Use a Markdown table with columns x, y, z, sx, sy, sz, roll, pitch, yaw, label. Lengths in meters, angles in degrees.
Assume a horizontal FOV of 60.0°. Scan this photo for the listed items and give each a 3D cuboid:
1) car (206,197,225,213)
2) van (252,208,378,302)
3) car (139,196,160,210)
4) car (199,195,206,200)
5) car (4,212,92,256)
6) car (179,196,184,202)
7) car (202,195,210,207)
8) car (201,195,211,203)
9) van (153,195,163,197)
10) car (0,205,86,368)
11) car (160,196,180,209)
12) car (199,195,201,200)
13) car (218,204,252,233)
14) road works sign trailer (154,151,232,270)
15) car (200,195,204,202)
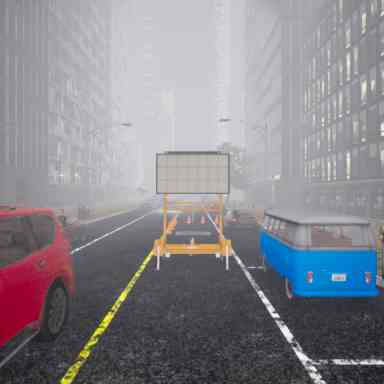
| x | y | z | sx | sy | sz | roll | pitch | yaw | label |
| --- | --- | --- | --- | --- | --- | --- | --- | --- | --- |
| 2.786 | 1.581 | 36.438 | 1.802 | 1.307 | 4.206 | 0 | 0 | 0 | car |
| 2.709 | 1.341 | 7.976 | 1.690 | 1.788 | 3.998 | 0 | 0 | 0 | van |
| -5.580 | 1.548 | 42.156 | 2.008 | 1.369 | 4.403 | 0 | 0 | 0 | car |
| 2.939 | 1.463 | 93.362 | 1.887 | 1.381 | 4.507 | 0 | 0 | 0 | car |
| -5.656 | 1.582 | 13.693 | 1.802 | 1.307 | 4.206 | 0 | 0 | 0 | car |
| -2.815 | 1.487 | 70.207 | 1.812 | 1.442 | 4.674 | 0 | 0 | 0 | car |
| 2.817 | 1.544 | 47.822 | 2.008 | 1.369 | 4.403 | 0 | 0 | 0 | car |
| 2.878 | 1.401 | 70.592 | 1.967 | 1.590 | 4.097 | 0 | 0 | 0 | car |
| -5.548 | 1.328 | 53.541 | 1.690 | 1.788 | 3.998 | 0 | 0 | 0 | van |
| -3.092 | 1.221 | 3.513 | 2.150 | 2.045 | 5.566 | 0 | 0 | 0 | car |
| -2.983 | 1.596 | 44.719 | 1.895 | 1.301 | 4.718 | 0 | 0 | 0 | car |
| 2.863 | 1.410 | 64.900 | 1.967 | 1.590 | 4.097 | 0 | 0 | 0 | car |
| 2.740 | 1.581 | 19.360 | 1.802 | 1.307 | 4.206 | 0 | 0 | 0 | car |
| 0.027 | 0.464 | 11.002 | 2.380 | 3.560 | 2.880 | 0 | 0 | 0 | road works sign trailer |
| 2.832 | 1.538 | 53.515 | 2.008 | 1.369 | 4.403 | 0 | 0 | 0 | car |
